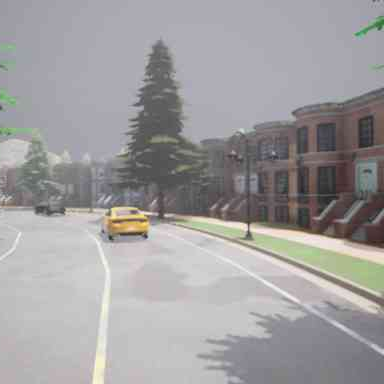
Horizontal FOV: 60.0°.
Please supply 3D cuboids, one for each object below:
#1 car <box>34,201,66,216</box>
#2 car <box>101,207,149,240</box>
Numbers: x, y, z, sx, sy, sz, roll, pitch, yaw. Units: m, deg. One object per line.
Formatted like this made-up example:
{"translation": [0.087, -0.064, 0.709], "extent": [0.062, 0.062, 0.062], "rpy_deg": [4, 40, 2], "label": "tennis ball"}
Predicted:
{"translation": [-14.857, 1.670, 34.613], "extent": [2.128, 1.511, 4.902], "rpy_deg": [0, 0, -44], "label": "car"}
{"translation": [-3.657, 1.537, 17.615], "extent": [1.882, 1.535, 5.008], "rpy_deg": [0, 0, -21], "label": "car"}
